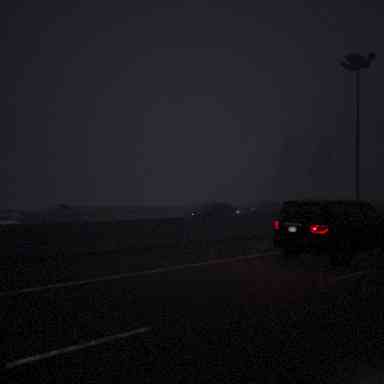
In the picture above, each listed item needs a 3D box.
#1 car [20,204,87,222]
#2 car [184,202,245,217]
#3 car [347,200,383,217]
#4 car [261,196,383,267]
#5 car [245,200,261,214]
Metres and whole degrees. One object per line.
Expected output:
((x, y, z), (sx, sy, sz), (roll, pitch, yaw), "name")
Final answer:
((-10.922, 1.624, 26.290), (4.718, 1.301, 1.895), (0, 0, -35), "car")
((1.649, 1.578, 26.645), (4.892, 1.490, 1.837), (1, 0, -35), "car")
((18.287, 1.649, 34.182), (4.902, 1.511, 2.128), (0, 0, -35), "car")
((5.284, 1.270, 11.826), (5.566, 2.045, 2.150), (1, 0, -35), "car")
((7.587, 1.595, 35.178), (5.008, 1.535, 1.882), (0, 0, -35), "car")
